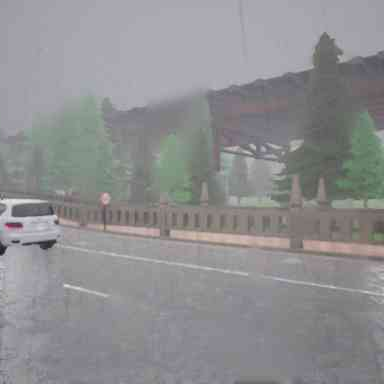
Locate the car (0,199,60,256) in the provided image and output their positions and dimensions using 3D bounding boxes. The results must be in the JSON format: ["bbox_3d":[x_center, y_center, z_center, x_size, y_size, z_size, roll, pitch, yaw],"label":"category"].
[{"bbox_3d":[-7.726,1.280,13.680,5.566,2.045,2.150,1,1,35],"label":"car"}]
